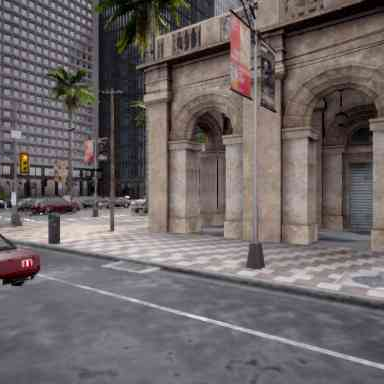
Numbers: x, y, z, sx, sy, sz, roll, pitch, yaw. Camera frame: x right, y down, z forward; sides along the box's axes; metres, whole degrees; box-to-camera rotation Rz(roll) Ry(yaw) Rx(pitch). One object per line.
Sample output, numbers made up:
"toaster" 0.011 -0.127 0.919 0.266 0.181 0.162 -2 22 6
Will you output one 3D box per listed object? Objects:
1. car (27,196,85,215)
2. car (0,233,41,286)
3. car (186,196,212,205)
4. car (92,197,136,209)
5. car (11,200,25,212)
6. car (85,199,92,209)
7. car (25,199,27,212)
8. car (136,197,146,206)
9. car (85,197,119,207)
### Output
"car" -13.749 1.352 33.834 2.097 1.767 4.553 0 0 36
"car" -5.792 1.601 8.180 4.718 1.301 1.895 0 0 37
"car" 1.352 1.547 61.023 2.033 1.411 5.357 0 0 36
"car" -10.423 1.491 44.770 2.128 1.511 4.902 0 0 36
"car" -18.733 1.352 39.233 2.097 1.767 4.553 0 0 36
"car" -13.195 1.547 46.914 2.033 1.411 5.357 0 0 36
"car" -15.728 1.601 37.415 1.895 1.301 4.718 0 0 36
"car" -7.478 1.526 54.818 1.812 1.442 4.674 0 0 36
"car" -13.870 1.513 51.260 2.161 1.482 4.786 0 0 35
